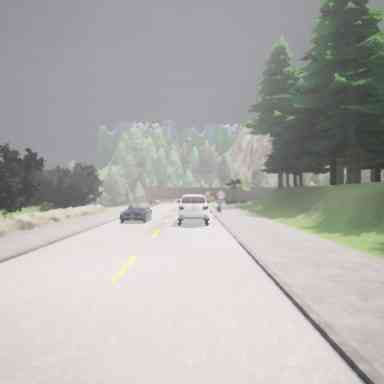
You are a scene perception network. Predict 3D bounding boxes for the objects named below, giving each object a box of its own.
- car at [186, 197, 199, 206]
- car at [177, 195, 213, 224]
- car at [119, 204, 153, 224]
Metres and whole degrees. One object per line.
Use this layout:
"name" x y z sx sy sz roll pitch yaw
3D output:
"car" 0.119 1.576 53.684 1.895 1.301 4.718 0 0 1
"car" 0.103 1.211 24.478 2.150 2.045 5.566 0 0 0
"car" -4.095 1.590 24.907 1.895 1.301 4.718 0 0 0
